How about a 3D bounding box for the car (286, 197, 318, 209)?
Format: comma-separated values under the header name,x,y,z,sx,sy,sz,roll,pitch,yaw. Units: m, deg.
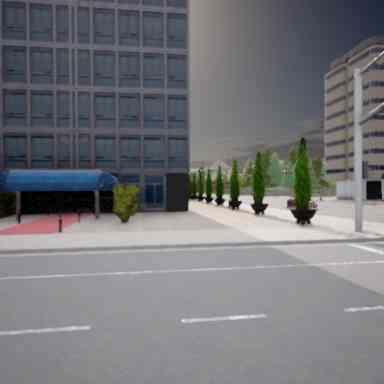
name,x,y,z,sx,sy,sz,roll,pitch,yaw
car,11.664,1.133,35.544,1.812,1.442,4.674,0,1,-8
